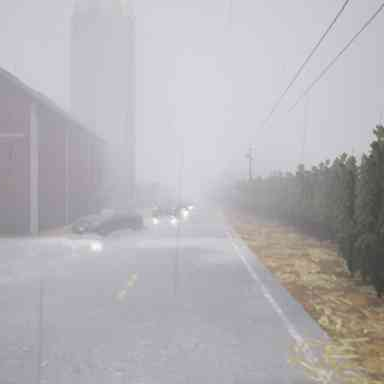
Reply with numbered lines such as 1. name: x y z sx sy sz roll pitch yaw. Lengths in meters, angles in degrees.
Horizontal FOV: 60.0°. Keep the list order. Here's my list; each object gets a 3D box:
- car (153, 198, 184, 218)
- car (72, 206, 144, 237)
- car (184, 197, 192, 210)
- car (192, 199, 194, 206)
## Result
1. car: -2.271 1.376 30.939 2.097 1.767 4.553 0 0 4
2. car: -4.431 1.540 18.358 1.812 1.442 4.674 0 0 25
3. car: -1.417 1.634 43.251 1.895 1.301 4.718 0 0 4
4. car: -0.713 1.536 56.301 2.128 1.511 4.902 0 0 1
